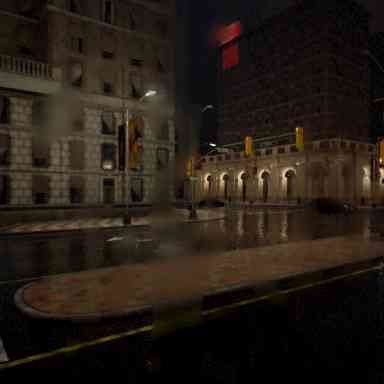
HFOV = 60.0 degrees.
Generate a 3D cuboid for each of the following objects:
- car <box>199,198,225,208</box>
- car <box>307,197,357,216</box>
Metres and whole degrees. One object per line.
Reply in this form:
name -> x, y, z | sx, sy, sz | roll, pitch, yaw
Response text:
car -> 2.834, 1.556, 47.876 | 1.994, 1.385, 4.181 | 0, 0, -35
car -> 13.748, 1.345, 32.772 | 2.097, 1.767, 4.553 | 0, 0, -37
